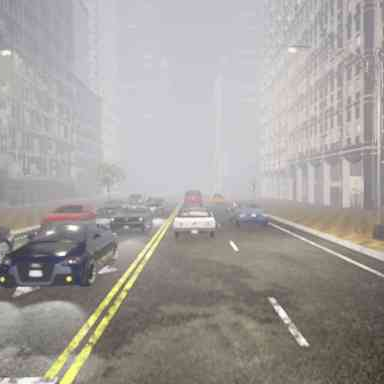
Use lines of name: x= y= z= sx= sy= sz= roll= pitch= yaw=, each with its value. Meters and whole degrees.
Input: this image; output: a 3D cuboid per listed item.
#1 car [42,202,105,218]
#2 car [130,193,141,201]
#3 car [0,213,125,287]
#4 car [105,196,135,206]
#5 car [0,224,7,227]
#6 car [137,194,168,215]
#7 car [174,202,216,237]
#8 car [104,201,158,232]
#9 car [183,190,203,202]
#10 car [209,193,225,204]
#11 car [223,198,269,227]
car: x=-6.538 y=1.352 z=18.328 sx=1.882 sy=1.535 sz=5.008 roll=-1 pitch=1 yaw=-1
car: x=-6.460 y=0.962 z=38.525 sx=2.097 sy=1.767 sz=4.553 roll=-1 pitch=1 yaw=0
car: x=-3.335 y=1.526 z=9.089 sx=1.994 sy=1.385 sz=4.181 roll=-1 pitch=1 yaw=0
car: x=-6.471 y=1.309 z=28.229 sx=1.994 sy=1.385 sz=4.181 roll=-1 pitch=1 yaw=0
car: x=-6.592 y=1.490 z=8.656 sx=2.128 sy=1.511 sz=4.902 roll=-1 pitch=1 yaw=0
car: x=-3.221 y=1.189 z=29.434 sx=2.128 sy=1.511 sz=4.902 roll=-1 pitch=1 yaw=0
car: x=0.115 y=1.429 z=16.912 sx=1.895 sy=1.301 sz=4.718 roll=-1 pitch=1 yaw=0
car: x=-3.302 y=1.435 z=19.049 sx=1.895 sy=1.301 sz=4.718 roll=-1 pitch=1 yaw=0
car: x=0.142 y=0.753 z=39.618 sx=2.150 sy=2.045 sz=5.566 roll=-1 pitch=1 yaw=0
car: x=3.399 y=0.913 z=44.560 sx=1.882 sy=1.535 sz=5.008 roll=-1 pitch=1 yaw=0
car: x=3.368 y=1.296 z=20.645 sx=2.033 sy=1.411 sz=5.357 roll=-1 pitch=1 yaw=0
